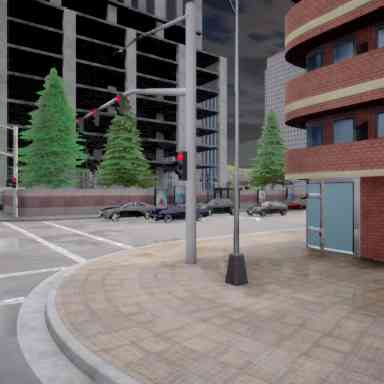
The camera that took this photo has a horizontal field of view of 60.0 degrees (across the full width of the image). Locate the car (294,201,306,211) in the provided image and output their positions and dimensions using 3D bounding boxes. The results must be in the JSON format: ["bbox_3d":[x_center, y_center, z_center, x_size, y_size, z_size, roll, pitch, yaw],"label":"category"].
[{"bbox_3d":[11.328,1.656,39.333,4.718,1.301,1.895,0,0,-35],"label":"car"}]

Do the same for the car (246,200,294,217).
[{"bbox_3d":[7.370,1.581,32.252,4.674,1.442,1.812,0,0,-35],"label":"car"}]

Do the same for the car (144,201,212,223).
[{"bbox_3d":[-1.018,1.656,26.340,4.718,1.301,1.895,0,0,-35],"label":"car"}]

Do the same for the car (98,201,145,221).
[{"bbox_3d":[-5.279,1.547,27.618,4.902,1.511,2.128,0,0,-35],"label":"car"}]

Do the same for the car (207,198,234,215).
[{"bbox_3d":[2.213,1.407,32.903,4.553,1.767,2.097,0,0,-35],"label":"car"}]
